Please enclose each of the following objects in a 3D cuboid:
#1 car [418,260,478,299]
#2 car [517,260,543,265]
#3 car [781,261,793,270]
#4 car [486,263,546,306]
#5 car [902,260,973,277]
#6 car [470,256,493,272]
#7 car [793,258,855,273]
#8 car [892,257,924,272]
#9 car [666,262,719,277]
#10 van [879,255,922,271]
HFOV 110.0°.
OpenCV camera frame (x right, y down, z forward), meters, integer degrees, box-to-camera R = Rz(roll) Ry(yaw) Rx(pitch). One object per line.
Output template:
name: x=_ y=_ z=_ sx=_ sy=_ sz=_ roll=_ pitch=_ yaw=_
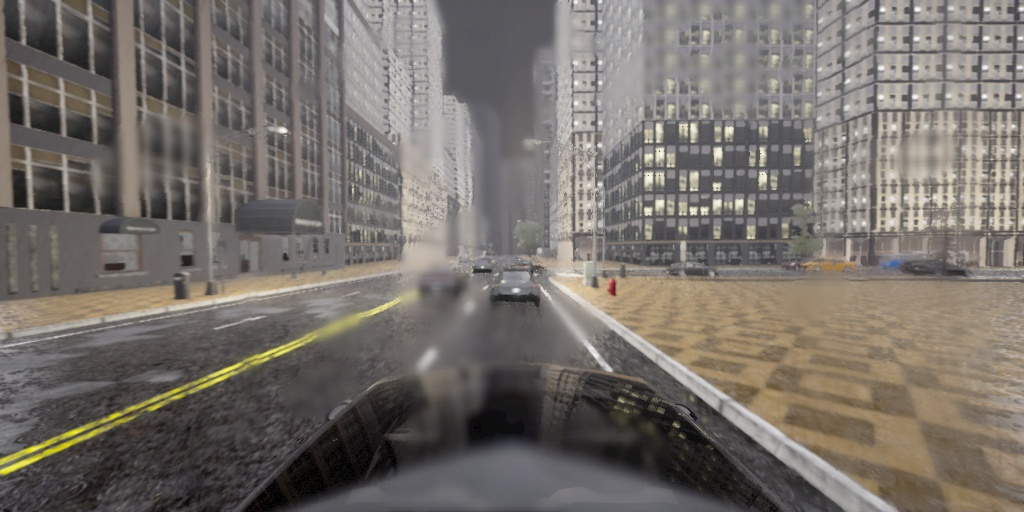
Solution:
car: x=-3.071 y=1.126 z=17.077 sx=2.128 sy=1.511 sz=4.902 roll=0 pitch=1 yaw=0
car: x=1.485 y=1.066 z=30.466 sx=2.128 sy=1.511 sz=4.902 roll=-1 pitch=-1 yaw=20
car: x=32.976 y=0.896 z=40.712 sx=4.097 sy=1.591 sz=1.967 roll=0 pitch=0 yaw=0
car: x=0.163 y=1.193 z=14.975 sx=1.994 sy=1.385 sz=4.181 roll=0 pitch=1 yaw=0
car: x=38.662 y=1.246 z=32.369 sx=4.313 sy=1.339 sz=1.948 roll=0 pitch=0 yaw=0
car: x=-2.935 y=1.024 z=37.833 sx=1.994 sy=1.385 sz=4.181 roll=0 pitch=2 yaw=0
car: x=33.388 y=1.001 z=38.076 sx=5.008 sy=1.535 sz=1.882 roll=0 pitch=1 yaw=0
car: x=40.808 y=1.121 z=35.042 sx=4.892 sy=1.490 sz=1.837 roll=1 pitch=1 yaw=0
car: x=16.094 y=1.182 z=32.099 sx=4.403 sy=1.370 sz=2.007 roll=0 pitch=0 yaw=0
van: x=44.259 y=0.822 z=40.784 sx=3.998 sy=1.789 sz=1.690 roll=0 pitch=0 yaw=0
